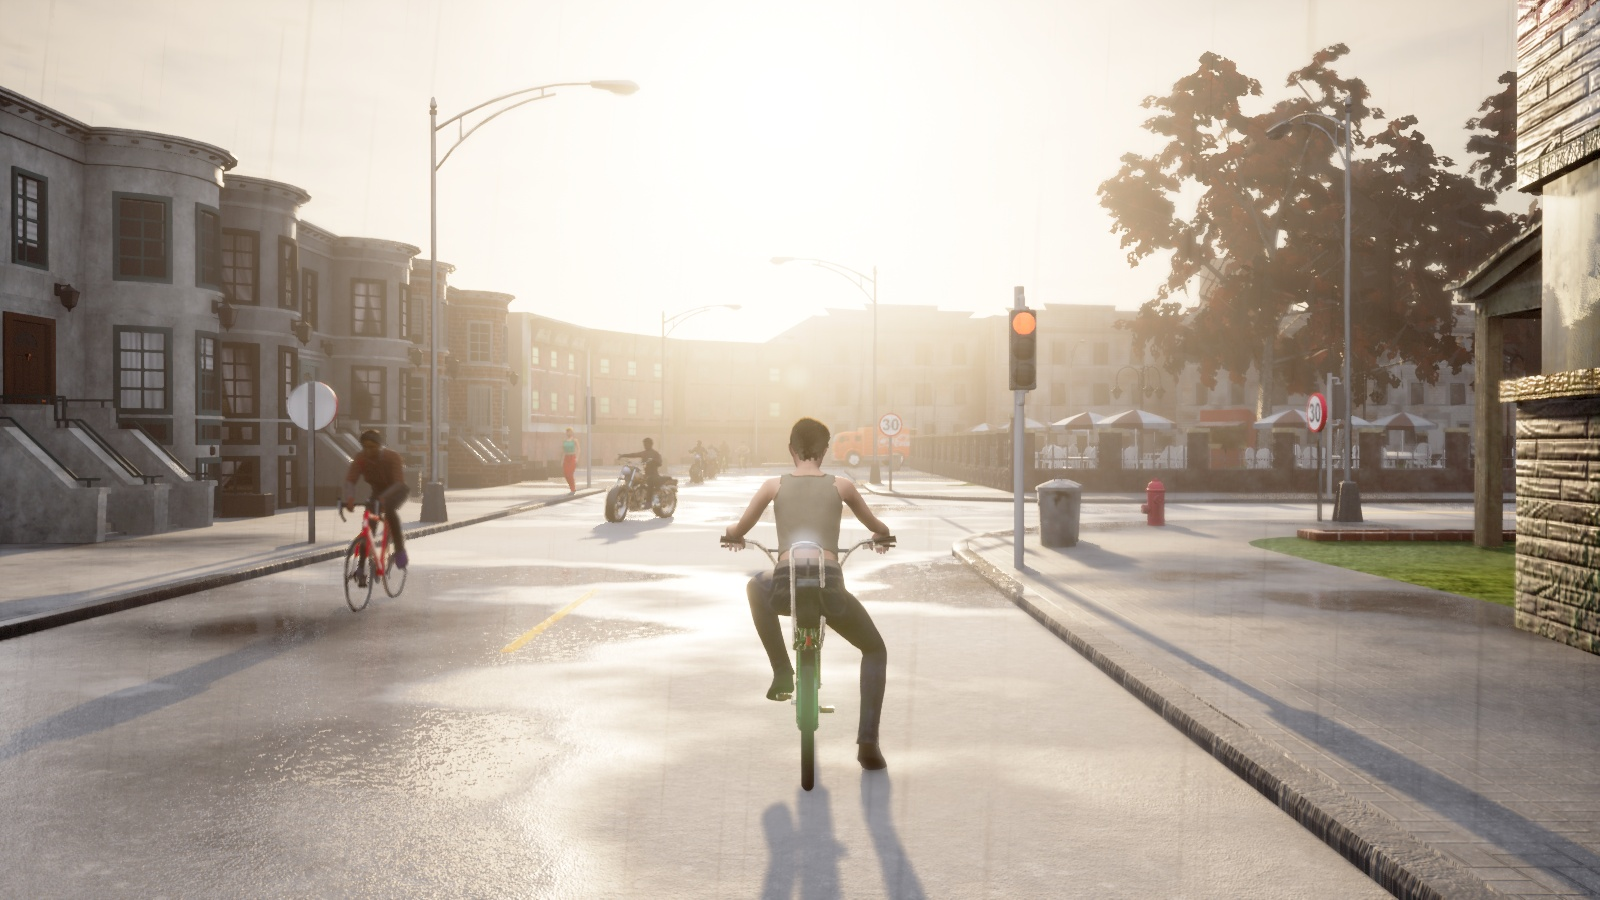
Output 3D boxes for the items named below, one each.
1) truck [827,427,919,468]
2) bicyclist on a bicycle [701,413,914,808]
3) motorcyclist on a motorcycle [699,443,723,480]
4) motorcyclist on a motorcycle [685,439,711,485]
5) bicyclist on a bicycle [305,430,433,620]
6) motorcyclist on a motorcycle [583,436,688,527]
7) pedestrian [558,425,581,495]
[{"bbox_3d":[4.467,-0.174,77.568,5.204,2.467,2.627,0,0,-9],"label":"truck"},{"bbox_3d":[0.037,0.650,5.875,0.866,1.612,1.509,0,0,0],"label":"bicyclist on a bicycle"},{"bbox_3d":[-3.755,0.477,53.374,0.866,1.530,2.191,0,0,0],"label":"motorcyclist on a motorcycle"},{"bbox_3d":[-3.778,0.429,46.842,0.766,1.649,2.350,0,0,0],"label":"motorcyclist on a motorcycle"},{"bbox_3d":[-3.916,0.631,11.535,0.582,1.620,1.656,0,1,0],"label":"bicyclist on a bicycle"},{"bbox_3d":[-3.110,0.559,24.058,0.766,1.649,2.350,2,1,27],"label":"motorcyclist on a motorcycle"},{"bbox_3d":[-6.145,0.262,33.516,0.345,1.836,0.594,0,0,21],"label":"pedestrian"}]
